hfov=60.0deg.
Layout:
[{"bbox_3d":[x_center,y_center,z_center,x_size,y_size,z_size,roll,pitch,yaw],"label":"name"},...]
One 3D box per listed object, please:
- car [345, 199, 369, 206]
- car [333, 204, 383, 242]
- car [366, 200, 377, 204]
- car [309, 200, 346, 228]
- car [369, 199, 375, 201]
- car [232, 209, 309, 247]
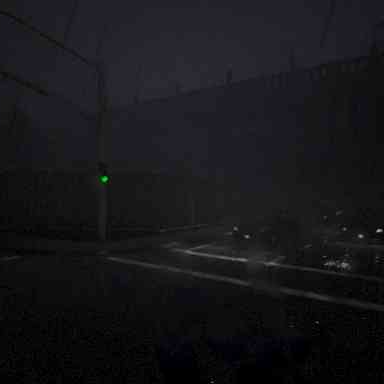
[{"bbox_3d":[14.725,1.523,30.990,2.128,1.511,4.902,0,0,35],"label":"car"},{"bbox_3d":[9.044,1.582,16.984,2.033,1.411,5.357,0,0,35],"label":"car"},{"bbox_3d":[14.887,1.590,25.189,2.033,1.411,5.357,0,0,35],"label":"car"},{"bbox_3d":[8.937,1.550,22.858,1.812,1.442,4.674,0,0,36],"label":"car"},{"bbox_3d":[20.758,1.531,39.401,2.128,1.511,4.902,0,0,36],"label":"car"},{"bbox_3d":[3.640,1.543,15.464,1.812,1.442,4.674,0,0,37],"label":"car"}]
